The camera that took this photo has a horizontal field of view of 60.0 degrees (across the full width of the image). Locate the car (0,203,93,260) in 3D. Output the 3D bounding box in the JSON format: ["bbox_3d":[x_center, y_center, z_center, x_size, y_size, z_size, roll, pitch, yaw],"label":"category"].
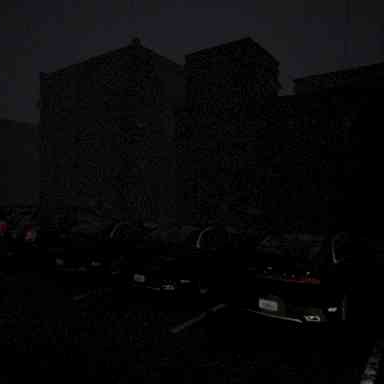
[{"bbox_3d":[-4.175,1.359,11.887,2.185,1.767,4.553,0,0,35],"label":"car"}]

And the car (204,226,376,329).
[{"bbox_3d":[2.576,1.481,7.108,2.231,1.521,4.892,0,0,35],"label":"car"}]

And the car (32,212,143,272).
[{"bbox_3d":[-1.916,1.484,10.308,2.231,1.521,4.892,0,0,35],"label":"car"}]

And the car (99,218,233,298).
[{"bbox_3d":[0.330,1.482,8.708,2.231,1.521,4.892,0,0,35],"label":"car"}]
